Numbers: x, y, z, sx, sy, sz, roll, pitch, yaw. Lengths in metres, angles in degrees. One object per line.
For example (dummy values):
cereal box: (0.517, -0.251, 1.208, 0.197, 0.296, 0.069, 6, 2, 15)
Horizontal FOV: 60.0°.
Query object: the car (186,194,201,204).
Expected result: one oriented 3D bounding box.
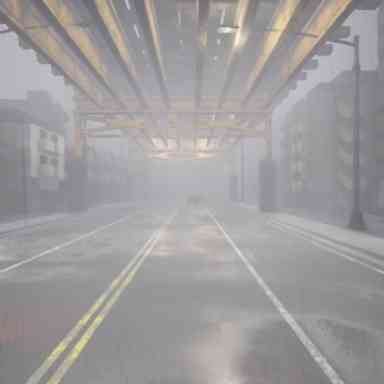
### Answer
car: (0.016, 1.150, 54.334, 2.033, 1.411, 5.357, 0, 1, 0)
